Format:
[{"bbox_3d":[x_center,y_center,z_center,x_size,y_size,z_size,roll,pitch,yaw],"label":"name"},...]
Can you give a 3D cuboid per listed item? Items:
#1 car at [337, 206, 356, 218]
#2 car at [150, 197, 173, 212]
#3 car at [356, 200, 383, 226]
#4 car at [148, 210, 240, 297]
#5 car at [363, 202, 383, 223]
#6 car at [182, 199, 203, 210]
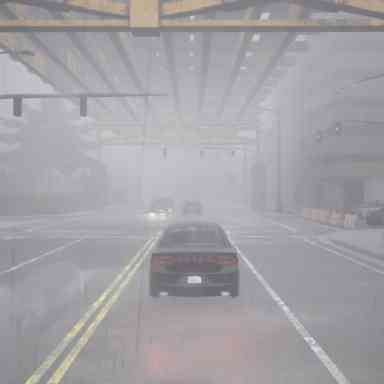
[{"bbox_3d":[13.577,1.234,25.059,4.536,1.218,1.853,0,0,25],"label":"car"},{"bbox_3d":[-3.677,1.450,38.330,2.128,1.511,4.902,0,0,0],"label":"car"},{"bbox_3d":[13.213,1.398,20.922,4.974,1.542,2.038,0,0,-20],"label":"car"},{"bbox_3d":[0.051,1.468,8.617,1.882,1.535,5.008,0,0,0],"label":"car"},{"bbox_3d":[13.262,1.240,20.940,4.536,1.218,1.853,0,0,-20],"label":"car"},{"bbox_3d":[0.024,1.449,32.755,2.128,1.511,4.902,0,0,2],"label":"car"}]
